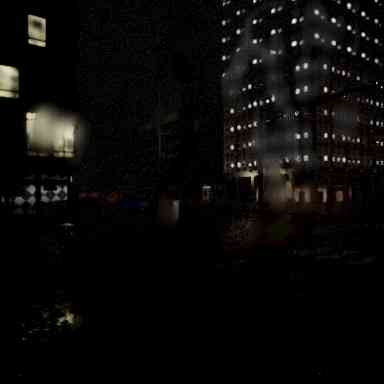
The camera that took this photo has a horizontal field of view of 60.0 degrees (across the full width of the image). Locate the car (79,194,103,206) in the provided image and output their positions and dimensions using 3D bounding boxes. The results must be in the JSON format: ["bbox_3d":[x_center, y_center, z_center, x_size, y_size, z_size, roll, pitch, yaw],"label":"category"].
[{"bbox_3d":[-15.629,1.376,50.512,1.947,1.339,4.313,0,0,-34],"label":"car"}]

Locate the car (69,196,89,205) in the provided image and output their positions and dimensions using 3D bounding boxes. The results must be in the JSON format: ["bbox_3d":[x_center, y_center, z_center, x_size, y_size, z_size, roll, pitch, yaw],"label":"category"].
[{"bbox_3d":[-18.734,1.335,55.098,2.008,1.369,4.403,0,0,-34],"label":"car"}]

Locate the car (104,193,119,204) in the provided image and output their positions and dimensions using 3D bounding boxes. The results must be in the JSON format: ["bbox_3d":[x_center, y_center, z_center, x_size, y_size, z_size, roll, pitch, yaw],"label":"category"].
[{"bbox_3d":[-12.622,1.231,56.385,1.882,1.535,5.008,0,1,-34],"label":"car"}]

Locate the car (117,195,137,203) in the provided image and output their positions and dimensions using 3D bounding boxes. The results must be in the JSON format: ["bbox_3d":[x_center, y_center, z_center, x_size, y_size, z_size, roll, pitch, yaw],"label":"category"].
[{"bbox_3d":[-11.795,1.268,59.797,1.887,1.381,4.507,0,0,-34],"label":"car"}]

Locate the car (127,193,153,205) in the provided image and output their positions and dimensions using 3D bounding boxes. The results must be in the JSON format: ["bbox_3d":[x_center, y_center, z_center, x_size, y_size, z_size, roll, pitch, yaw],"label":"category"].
[{"bbox_3d":[-8.690,1.065,55.209,2.192,1.841,5.009,0,0,-34],"label":"car"}]

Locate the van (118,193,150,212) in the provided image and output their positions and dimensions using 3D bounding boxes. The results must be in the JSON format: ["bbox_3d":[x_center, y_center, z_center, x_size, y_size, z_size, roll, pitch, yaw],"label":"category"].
[{"bbox_3d":[-6.313,1.230,36.750,1.690,1.788,3.998,0,0,-34],"label":"van"}]

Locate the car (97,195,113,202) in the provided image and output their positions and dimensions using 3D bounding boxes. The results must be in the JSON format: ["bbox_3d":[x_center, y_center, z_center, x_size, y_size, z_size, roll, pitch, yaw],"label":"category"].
[{"bbox_3d":[-18.006,1.236,68.972,1.947,1.339,4.313,0,0,-34],"label":"car"}]

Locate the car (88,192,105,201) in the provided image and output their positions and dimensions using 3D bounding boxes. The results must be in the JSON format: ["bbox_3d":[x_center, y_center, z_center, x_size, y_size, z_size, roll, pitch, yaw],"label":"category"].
[{"bbox_3d":[-21.111,0.958,73.557,2.192,1.841,5.009,0,0,-34],"label":"car"}]

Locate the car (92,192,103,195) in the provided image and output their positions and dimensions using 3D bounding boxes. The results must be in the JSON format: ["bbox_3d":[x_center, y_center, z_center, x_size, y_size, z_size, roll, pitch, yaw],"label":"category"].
[{"bbox_3d":[-18.300,1.252,64.776,2.033,1.411,5.357,0,1,-34],"label":"car"}]

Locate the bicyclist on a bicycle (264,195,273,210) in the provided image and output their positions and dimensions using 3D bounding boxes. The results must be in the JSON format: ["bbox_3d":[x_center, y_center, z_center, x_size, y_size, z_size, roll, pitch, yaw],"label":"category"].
[{"bbox_3d":[8.076,1.150,35.686,1.656,1.620,0.582,-1,1,-34],"label":"bicyclist on a bicycle"}]

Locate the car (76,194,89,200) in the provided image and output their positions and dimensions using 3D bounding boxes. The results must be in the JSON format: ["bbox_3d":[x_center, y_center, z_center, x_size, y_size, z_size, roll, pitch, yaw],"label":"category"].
[{"bbox_3d":[-27.322,1.140,82.732,2.008,1.369,4.403,0,0,-34],"label":"car"}]
